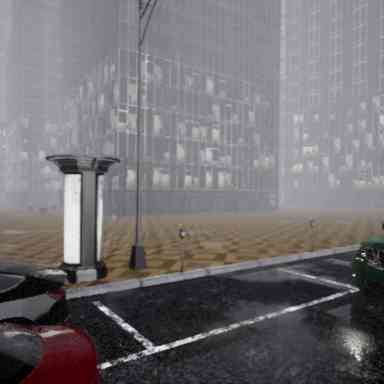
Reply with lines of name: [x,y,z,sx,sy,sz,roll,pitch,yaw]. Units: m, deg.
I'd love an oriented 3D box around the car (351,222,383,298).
car: [5.959,1.287,7.558,5.566,2.045,2.150,1,0,-35]

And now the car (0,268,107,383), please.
car: [-2.680,1.501,1.502,4.674,1.442,1.812,1,0,-34]

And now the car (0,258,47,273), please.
car: [-3.702,1.536,3.949,4.313,1.339,1.947,1,0,-35]
